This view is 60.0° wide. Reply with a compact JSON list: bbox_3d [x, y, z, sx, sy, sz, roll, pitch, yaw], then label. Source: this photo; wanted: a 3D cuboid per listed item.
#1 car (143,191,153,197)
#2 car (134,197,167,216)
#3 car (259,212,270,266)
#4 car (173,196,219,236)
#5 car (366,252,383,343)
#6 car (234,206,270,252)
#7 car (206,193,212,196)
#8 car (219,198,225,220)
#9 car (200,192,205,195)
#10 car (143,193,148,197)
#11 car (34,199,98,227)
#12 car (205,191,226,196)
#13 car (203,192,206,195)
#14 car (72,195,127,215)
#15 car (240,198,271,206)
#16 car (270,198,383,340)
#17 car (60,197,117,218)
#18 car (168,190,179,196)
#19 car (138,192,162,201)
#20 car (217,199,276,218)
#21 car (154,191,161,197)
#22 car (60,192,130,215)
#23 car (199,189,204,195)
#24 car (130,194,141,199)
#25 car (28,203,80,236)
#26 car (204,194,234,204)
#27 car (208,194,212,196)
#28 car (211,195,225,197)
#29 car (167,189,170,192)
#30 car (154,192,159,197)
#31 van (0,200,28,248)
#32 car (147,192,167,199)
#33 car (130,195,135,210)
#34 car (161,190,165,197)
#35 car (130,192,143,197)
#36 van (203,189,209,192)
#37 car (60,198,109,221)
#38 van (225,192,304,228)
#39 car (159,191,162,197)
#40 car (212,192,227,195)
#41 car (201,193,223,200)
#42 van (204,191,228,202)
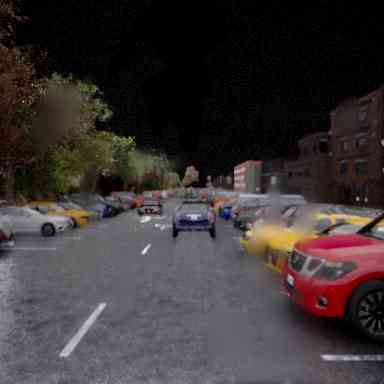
[{"bbox_3d":[-8.518,0.975,44.869,5.566,2.045,2.435,0,0,0],"label":"car"},{"bbox_3d":[-3.601,1.409,29.721,1.994,1.385,4.181,0,0,0],"label":"car"},{"bbox_3d":[4.544,1.441,8.706,5.008,1.535,2.097,0,0,0],"label":"car"},{"bbox_3d":[0.097,1.264,18.057,2.097,1.767,4.553,0,0,0],"label":"car"},{"bbox_3d":[4.542,1.510,3.139,4.674,1.452,2.002,0,0,0],"label":"car"},{"bbox_3d":[4.353,1.424,11.489,5.366,1.575,1.946,0,0,0],"label":"car"},{"bbox_3d":[4.532,1.267,44.889,4.674,1.452,2.002,0,0,0],"label":"car"},{"bbox_3d":[4.532,1.366,22.622,5.008,1.535,2.097,0,0,0],"label":"car"},{"bbox_3d":[4.348,1.163,53.239,5.366,1.575,1.946,0,0,0],"label":"car"},{"bbox_3d":[-8.550,1.245,42.084,5.008,1.535,2.097,0,0,0],"label":"car"},{"bbox_3d":[-8.548,1.381,19.805,5.008,1.535,2.097,0,0,0],"label":"car"},{"bbox_3d":[4.565,1.082,47.670,4.553,1.767,2.185,0,0,0],"label":"car"},{"bbox_3d":[4.527,1.188,50.456,4.892,1.521,2.231,0,0,0],"label":"car"},{"bbox_3d":[-8.513,1.191,30.944,4.553,1.767,2.185,0,0,0],"label":"car"},{"bbox_3d":[4.569,1.287,14.146,4.553,1.767,2.185,0,0,0],"label":"car"},{"bbox_3d":[4.511,1.204,5.921,5.566,2.045,2.435,0,0,0],"label":"car"},{"bbox_3d":[-8.572,1.380,25.373,4.792,1.488,2.163,0,0,0],"label":"car"},{"bbox_3d":[-3.509,0.765,70.397,1.895,1.301,4.718,0,0,0],"label":"car"},{"bbox_3d":[-8.517,0.934,67.148,4.553,1.767,2.185,0,0,0],"label":"car"},{"bbox_3d":[4.534,1.375,28.189,4.674,1.452,2.002,0,0,0],"label":"car"},{"bbox_3d":[-8.553,1.124,58.795,5.008,1.535,2.097,0,0,0],"label":"car"},{"bbox_3d":[-8.515,1.083,28.160,5.566,2.045,2.435,0,0,0],"label":"car"},{"bbox_3d":[4.560,0.852,61.587,5.566,2.045,2.435,0,0,0],"label":"car"},{"bbox_3d":[-8.539,1.282,36.515,5.008,1.535,2.097,0,0,0],"label":"car"},{"bbox_3d":[-8.545,1.437,17.020,4.674,1.452,2.002,0,0,0],"label":"car"},{"bbox_3d":[4.539,1.147,56.022,4.892,1.521,2.231,0,0,0],"label":"car"},{"bbox_3d":[4.564,1.294,39.323,4.792,1.488,2.163,0,0,0],"label":"car"},{"bbox_3d":[4.721,1.315,30.972,5.366,1.575,1.946,0,0,0],"label":"car"},{"bbox_3d":[-8.578,0.722,78.287,5.566,2.045,2.435,0,0,0],"label":"car"},{"bbox_3d":[-8.517,1.174,56.009,4.792,1.488,2.163,0,0,0],"label":"car"},{"bbox_3d":[-8.425,1.200,11.450,4.442,1.987,1.878,0,0,0],"label":"van"},{"bbox_3d":[-8.519,0.826,81.073,4.553,1.767,2.185,0,0,0],"label":"car"},{"bbox_3d":[-8.547,1.340,33.730,4.674,1.452,2.002,0,0,0],"label":"car"},{"bbox_3d":[-8.576,0.831,64.237,5.566,2.045,2.435,0,0,0],"label":"car"},{"bbox_3d":[-8.513,1.138,39.298,4.553,1.767,2.185,0,0,0],"label":"car"},{"bbox_3d":[4.649,0.899,58.804,4.442,1.987,1.878,0,0,0],"label":"van"},{"bbox_3d":[-8.550,1.367,22.591,4.892,1.521,2.231,0,0,0],"label":"car"},{"bbox_3d":[4.421,1.156,19.837,4.442,1.987,1.878,0,0,0],"label":"van"},{"bbox_3d":[-8.733,1.100,61.455,5.366,1.575,1.946,0,0,0],"label":"car"},{"bbox_3d":[4.567,1.175,33.755,4.553,1.767,2.185,0,0,0],"label":"car"},{"bbox_3d":[4.501,1.025,75.504,4.792,1.488,2.163,0,0,0],"label":"car"},{"bbox_3d":[4.648,0.857,64.246,4.442,1.987,1.878,0,0,0],"label":"van"}]
